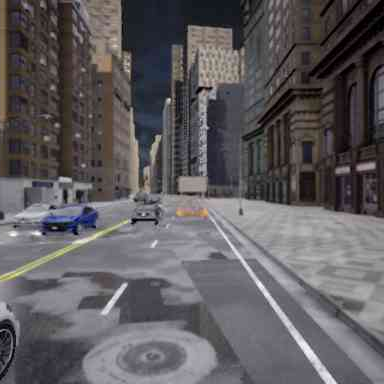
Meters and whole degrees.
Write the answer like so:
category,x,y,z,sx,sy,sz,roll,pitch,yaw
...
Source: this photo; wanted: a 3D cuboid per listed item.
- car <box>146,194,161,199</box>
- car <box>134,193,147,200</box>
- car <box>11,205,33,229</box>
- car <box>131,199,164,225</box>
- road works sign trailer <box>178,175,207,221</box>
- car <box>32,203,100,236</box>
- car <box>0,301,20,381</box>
category,x,y,z,sx,sy,sz,roll,pitch,yaw
car,-6.478,1.410,59.017,1.837,1.490,4.892,0,0,1
car,-9.700,1.120,63.871,2.150,2.045,5.566,0,0,0
car,-9.822,1.490,21.696,1.812,1.442,4.674,0,0,0
car,-3.129,1.508,23.988,2.033,1.411,5.357,0,0,0
road works sign trailer,0.039,0.420,26.797,2.380,3.560,2.880,0,0,0
car,-6.579,1.447,18.440,1.882,1.535,5.008,0,0,0
car,-3.147,1.522,2.378,1.812,1.442,4.674,0,0,0
